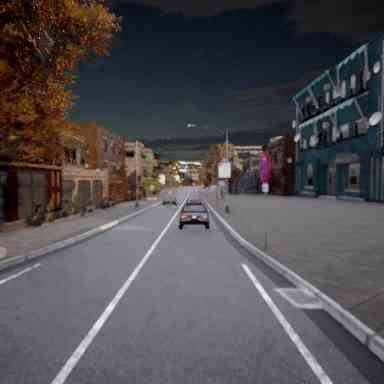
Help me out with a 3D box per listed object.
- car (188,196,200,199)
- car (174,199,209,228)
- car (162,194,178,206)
[{"bbox_3d":[0.251,1.194,42.830,1.895,1.301,4.718,0,1,1],"label":"car"},{"bbox_3d":[0.134,1.417,21.156,2.033,1.411,5.357,0,1,0],"label":"car"},{"bbox_3d":[-2.930,1.081,44.202,1.837,1.490,4.892,0,0,1],"label":"car"}]
